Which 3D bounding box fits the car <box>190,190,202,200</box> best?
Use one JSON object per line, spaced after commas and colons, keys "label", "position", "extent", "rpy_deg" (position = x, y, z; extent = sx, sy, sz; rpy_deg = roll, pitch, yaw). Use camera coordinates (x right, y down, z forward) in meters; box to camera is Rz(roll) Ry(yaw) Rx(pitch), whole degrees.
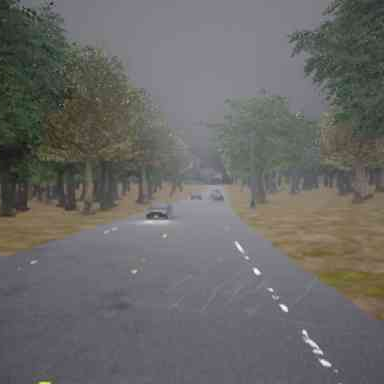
{"label": "car", "position": [0.953, 0.672, 70.393], "extent": [2.150, 2.045, 5.566], "rpy_deg": [0, 1, 5]}

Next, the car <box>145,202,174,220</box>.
{"label": "car", "position": [-2.698, 1.556, 29.044], "extent": [2.033, 1.411, 5.357], "rpy_deg": [0, 0, 3]}

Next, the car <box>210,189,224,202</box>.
{"label": "car", "position": [5.073, 0.911, 63.692], "extent": [2.097, 1.767, 4.553], "rpy_deg": [0, 1, 5]}

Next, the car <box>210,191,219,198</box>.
{"label": "car", "position": [5.467, 0.600, 81.143], "extent": [2.097, 1.767, 4.553], "rpy_deg": [0, 1, 5]}
